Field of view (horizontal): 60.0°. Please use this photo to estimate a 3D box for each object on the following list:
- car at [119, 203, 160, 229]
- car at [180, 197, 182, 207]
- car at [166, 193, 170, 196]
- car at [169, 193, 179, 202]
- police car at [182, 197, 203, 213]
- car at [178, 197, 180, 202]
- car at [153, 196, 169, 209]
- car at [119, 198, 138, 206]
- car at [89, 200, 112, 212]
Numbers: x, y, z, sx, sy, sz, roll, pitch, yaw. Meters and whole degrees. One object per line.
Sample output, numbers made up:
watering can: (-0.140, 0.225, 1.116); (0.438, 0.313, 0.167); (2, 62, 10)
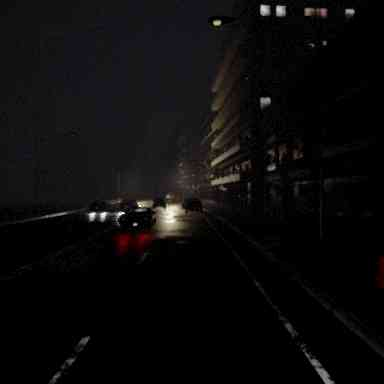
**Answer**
car: (-3.406, 1.618, 21.760); (1.895, 1.301, 4.718); (0, 0, -2)
car: (-0.412, 1.571, 46.860); (1.812, 1.442, 4.674); (0, 0, -4)
car: (-5.964, 1.224, 93.284); (2.150, 2.045, 5.566); (0, 0, -8)
car: (-3.368, 1.484, 71.156); (1.812, 1.442, 4.674); (0, 0, -6)
police car: (0.155, 1.459, 36.899); (1.930, 1.638, 5.238); (0, 0, -3)
car: (-0.827, 1.578, 52.900); (1.812, 1.442, 4.674); (0, 0, -4)
car: (-4.562, 1.570, 46.839); (1.812, 1.442, 4.674); (0, 0, -4)
car: (-7.598, 1.530, 40.081); (2.128, 1.511, 4.902); (0, 0, -3)
car: (-10.817, 1.601, 39.399); (1.994, 1.385, 4.181); (0, 0, -3)
